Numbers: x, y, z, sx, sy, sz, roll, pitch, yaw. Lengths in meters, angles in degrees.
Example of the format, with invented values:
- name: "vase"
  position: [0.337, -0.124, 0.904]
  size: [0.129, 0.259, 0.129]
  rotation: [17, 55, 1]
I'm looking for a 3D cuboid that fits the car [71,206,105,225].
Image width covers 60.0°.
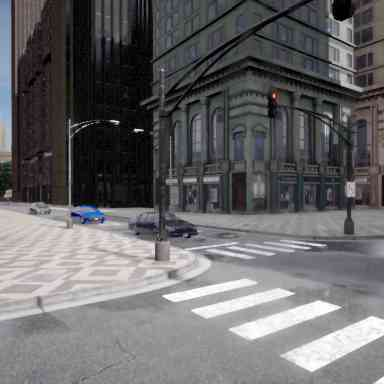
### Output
- name: "car"
  position: [-9.228, 1.967, 29.144]
  size: [1.882, 1.535, 5.008]
  rotation: [0, -1, -35]

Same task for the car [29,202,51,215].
- name: "car"
  position: [-20.870, 2.192, 45.699]
  size: [2.097, 1.767, 4.553]
  rotation: [0, -1, -35]

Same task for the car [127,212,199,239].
- name: "car"
  position: [-1.837, 1.814, 18.698]
  size: [2.033, 1.411, 5.357]
  rotation: [0, -1, -35]
